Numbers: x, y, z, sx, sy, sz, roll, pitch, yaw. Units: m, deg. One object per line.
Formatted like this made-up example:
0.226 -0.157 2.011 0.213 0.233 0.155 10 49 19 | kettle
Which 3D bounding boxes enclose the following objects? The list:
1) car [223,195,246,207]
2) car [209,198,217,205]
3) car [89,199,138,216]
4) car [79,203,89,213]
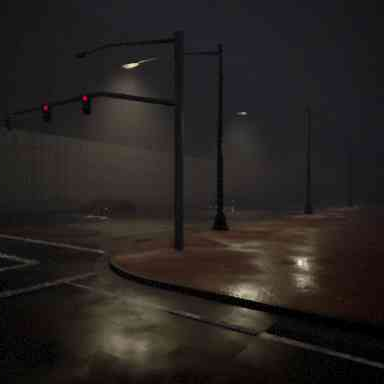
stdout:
6.684 1.346 52.306 2.097 1.767 4.553 0 0 36 | car
4.661 1.558 55.472 1.994 1.385 4.181 0 0 36 | car
-7.383 1.518 32.853 1.812 1.442 4.674 0 0 36 | car
-9.661 1.469 35.662 1.882 1.535 5.008 0 0 35 | car
